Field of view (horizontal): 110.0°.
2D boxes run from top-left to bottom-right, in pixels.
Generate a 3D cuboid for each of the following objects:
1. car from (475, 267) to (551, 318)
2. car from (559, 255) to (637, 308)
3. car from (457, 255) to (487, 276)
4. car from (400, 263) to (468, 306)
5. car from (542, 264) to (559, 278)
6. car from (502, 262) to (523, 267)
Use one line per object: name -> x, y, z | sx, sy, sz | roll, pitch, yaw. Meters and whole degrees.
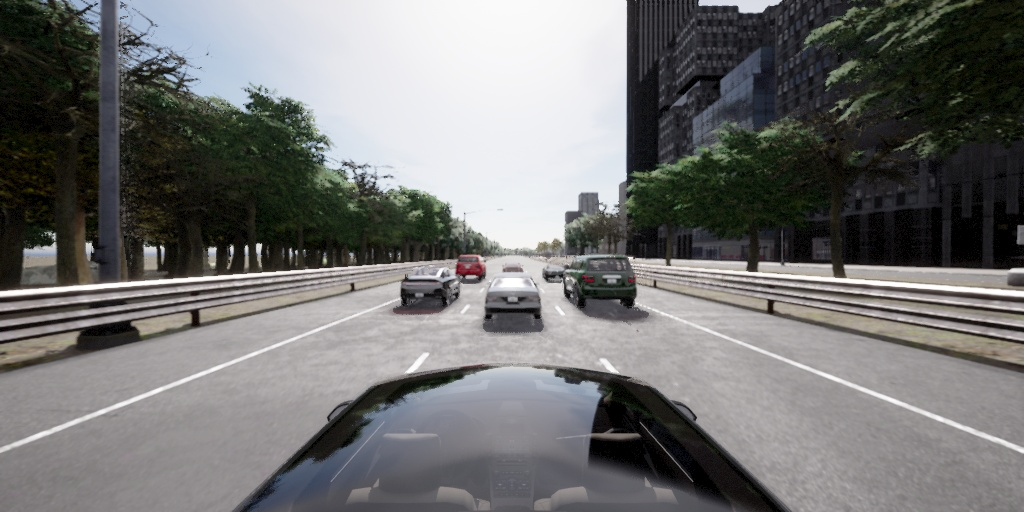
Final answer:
car -> 0.044, 1.295, 12.878 | 2.033, 1.411, 5.357 | 0, 0, 0
car -> 3.562, 0.969, 15.413 | 2.150, 2.045, 5.566 | 0, 0, 0
car -> -3.436, 0.950, 30.611 | 2.150, 2.045, 5.566 | 0, 0, 0
car -> -3.436, 1.237, 15.809 | 2.128, 1.511, 4.902 | 0, 0, 0
car -> 3.559, 1.328, 30.160 | 1.895, 1.301, 4.718 | 0, 0, 0
car -> 0.073, 1.249, 32.551 | 1.812, 1.442, 4.674 | 0, 0, 0
